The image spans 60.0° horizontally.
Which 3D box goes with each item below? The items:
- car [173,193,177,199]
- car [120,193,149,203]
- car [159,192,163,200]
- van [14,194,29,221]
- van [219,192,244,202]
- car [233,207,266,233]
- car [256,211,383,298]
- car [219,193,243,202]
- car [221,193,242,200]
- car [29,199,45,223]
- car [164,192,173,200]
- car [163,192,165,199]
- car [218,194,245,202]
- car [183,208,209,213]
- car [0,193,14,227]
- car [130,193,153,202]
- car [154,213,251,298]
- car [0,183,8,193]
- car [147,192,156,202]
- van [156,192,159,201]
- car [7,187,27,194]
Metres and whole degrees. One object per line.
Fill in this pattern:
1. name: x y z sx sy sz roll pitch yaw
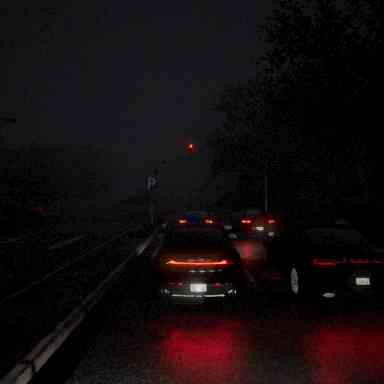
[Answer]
1. car: -7.623 1.064 89.679 5.566 2.045 2.435 -1 0 -12
2. car: -11.180 1.358 62.754 4.792 1.488 2.163 -1 0 -15
3. car: -9.697 1.321 74.703 4.892 1.521 2.231 -1 0 -13
4. van: -13.513 1.297 21.979 4.442 1.987 1.878 -1 0 -19
5. van: 7.558 1.042 65.268 4.442 1.987 1.878 1 0 -14
6. car: 3.235 1.550 17.913 1.812 1.442 4.674 0 0 1
7. car: 3.140 1.488 8.573 1.882 1.535 5.008 0 0 0
8. car: 7.955 1.141 68.236 4.553 1.767 2.185 1 0 -13
9. car: 9.809 1.129 82.927 4.553 1.767 2.185 1 0 -12
10. car: -13.525 1.403 24.957 4.553 1.767 2.185 -1 0 -19
11. car: -8.086 1.357 86.675 4.674 1.452 2.002 -1 0 -12
12. car: -9.311 1.359 77.696 4.674 1.452 2.002 -1 0 -13
13. car: 8.504 1.264 71.227 5.366 1.575 1.946 1 0 -13
14. car: 0.216 1.551 17.660 1.812 1.442 4.674 0 0 1
15. car: -13.643 1.267 18.943 5.566 2.045 2.435 -1 0 -19
16. car: -10.416 1.196 68.694 4.553 1.767 2.185 -1 0 -14
17. car: 0.139 1.515 8.536 1.837 1.490 4.892 0 0 0
18. car: -30.934 -0.426 53.767 2.435 2.045 5.566 6 -3 -19
19. car: -10.522 1.315 65.743 5.366 1.575 1.946 -1 0 -14
20. van: -9.938 1.093 71.732 4.442 1.987 1.878 -1 0 -14
21. car: -27.940 0.137 53.694 2.002 1.452 4.674 6 -3 -19
